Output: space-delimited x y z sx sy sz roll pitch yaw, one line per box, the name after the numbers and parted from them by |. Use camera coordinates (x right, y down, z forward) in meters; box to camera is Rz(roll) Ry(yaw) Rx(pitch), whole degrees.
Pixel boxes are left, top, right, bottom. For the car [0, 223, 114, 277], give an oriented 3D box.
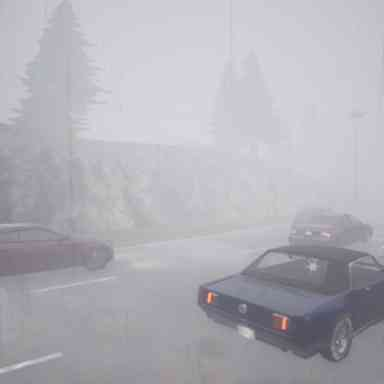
-4.525 1.593 9.347 4.674 1.442 1.812 0 0 -37 | car

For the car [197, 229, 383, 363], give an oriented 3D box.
2.431 1.620 5.962 4.718 1.301 1.895 0 0 -40 | car

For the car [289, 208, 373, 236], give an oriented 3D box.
6.082 1.588 14.246 2.033 1.411 5.357 -1 0 43 | car

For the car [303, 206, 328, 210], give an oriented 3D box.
8.273 1.629 21.751 1.994 1.385 4.181 -1 0 43 | car
